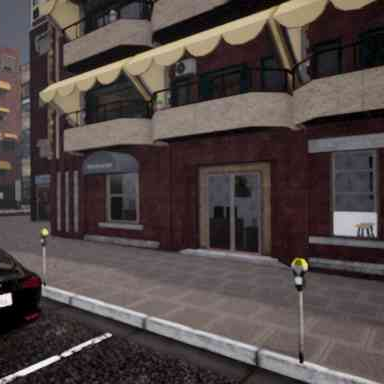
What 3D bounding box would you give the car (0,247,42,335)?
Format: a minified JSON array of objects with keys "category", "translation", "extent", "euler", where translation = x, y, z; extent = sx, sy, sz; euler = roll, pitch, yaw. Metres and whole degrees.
[{"category":"car","translation":[-4.369,1.565,5.850],"extent":[4.313,1.339,1.947],"euler":[0,-1,36]}]
